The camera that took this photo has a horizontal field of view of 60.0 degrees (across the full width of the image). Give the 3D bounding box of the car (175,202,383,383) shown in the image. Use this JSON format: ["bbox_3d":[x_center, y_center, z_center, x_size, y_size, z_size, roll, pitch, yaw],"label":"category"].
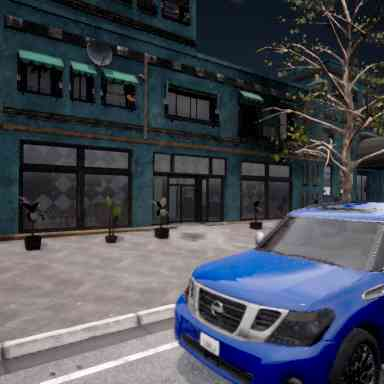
[{"bbox_3d":[2.438,1.225,5.096,5.566,2.045,2.150,0,0,-35],"label":"car"}]
